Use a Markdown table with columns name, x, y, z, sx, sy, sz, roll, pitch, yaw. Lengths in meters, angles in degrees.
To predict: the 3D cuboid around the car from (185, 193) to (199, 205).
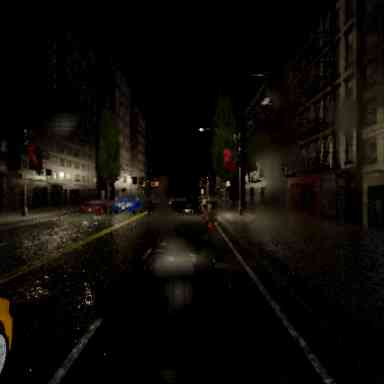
| name | x | y | z | sx | sy | sz | roll | pitch | yaw |
| --- | --- | --- | --- | --- | --- | --- | --- | --- | --- |
| car | 0.041 | 1.155 | 58.143 | 2.150 | 2.045 | 5.566 | 0 | 0 | 0 |

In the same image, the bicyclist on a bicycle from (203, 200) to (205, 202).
| name | x | y | z | sx | sy | sz | roll | pitch | yaw |
| --- | --- | --- | --- | --- | --- | --- | --- | --- | --- |
| bicyclist on a bicycle | 0.926 | 1.412 | 25.263 | 0.866 | 1.612 | 1.509 | 0 | 0 | 0 |

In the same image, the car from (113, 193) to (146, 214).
| name | x | y | z | sx | sy | sz | roll | pitch | yaw |
| --- | --- | --- | --- | --- | --- | --- | --- | --- | --- |
| car | -6.595 | 1.185 | 34.683 | 2.150 | 2.045 | 5.566 | 0 | 0 | 0 |

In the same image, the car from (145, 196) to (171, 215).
| name | x | y | z | sx | sy | sz | roll | pitch | yaw |
| --- | --- | --- | --- | --- | --- | --- | --- | --- | --- |
| car | -3.154 | 1.444 | 32.908 | 1.882 | 1.535 | 5.008 | 0 | 0 | 0 |

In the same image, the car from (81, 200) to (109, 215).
| name | x | y | z | sx | sy | sz | roll | pitch | yaw |
| --- | --- | --- | --- | --- | --- | --- | --- | --- | --- |
| car | -9.844 | 1.529 | 33.990 | 1.994 | 1.385 | 4.181 | 0 | 0 | 0 |

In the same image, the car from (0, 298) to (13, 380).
| name | x | y | z | sx | sy | sz | roll | pitch | yaw |
| --- | --- | --- | --- | --- | --- | --- | --- | --- | --- |
| car | -3.151 | 1.476 | 2.133 | 1.882 | 1.535 | 5.008 | 0 | 0 | 0 |

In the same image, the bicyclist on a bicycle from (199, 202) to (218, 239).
| name | x | y | z | sx | sy | sz | roll | pitch | yaw |
| --- | --- | --- | --- | --- | --- | --- | --- | --- | --- |
| bicyclist on a bicycle | 0.857 | 1.422 | 16.157 | 0.866 | 1.612 | 1.509 | 0 | 0 | 0 |
